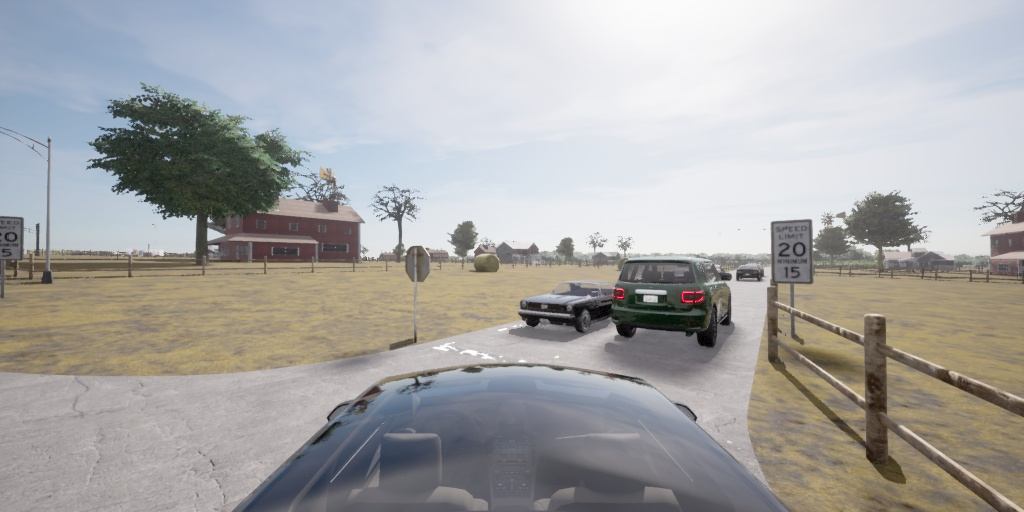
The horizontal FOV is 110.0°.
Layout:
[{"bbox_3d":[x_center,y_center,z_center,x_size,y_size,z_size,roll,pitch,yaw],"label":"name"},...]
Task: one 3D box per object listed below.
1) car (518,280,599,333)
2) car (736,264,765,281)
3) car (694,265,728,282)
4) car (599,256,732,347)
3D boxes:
[{"bbox_3d":[2.191,1.462,11.467,1.895,1.301,4.718,-1,-1,37],"label":"car"},{"bbox_3d":[23.036,1.567,34.813,1.882,1.535,5.008,-1,-1,37],"label":"car"},{"bbox_3d":[19.043,1.596,34.230,2.128,1.511,4.902,-1,-1,37],"label":"car"},{"bbox_3d":[4.593,1.043,9.920,2.150,2.045,5.566,-1,-1,36],"label":"car"}]
